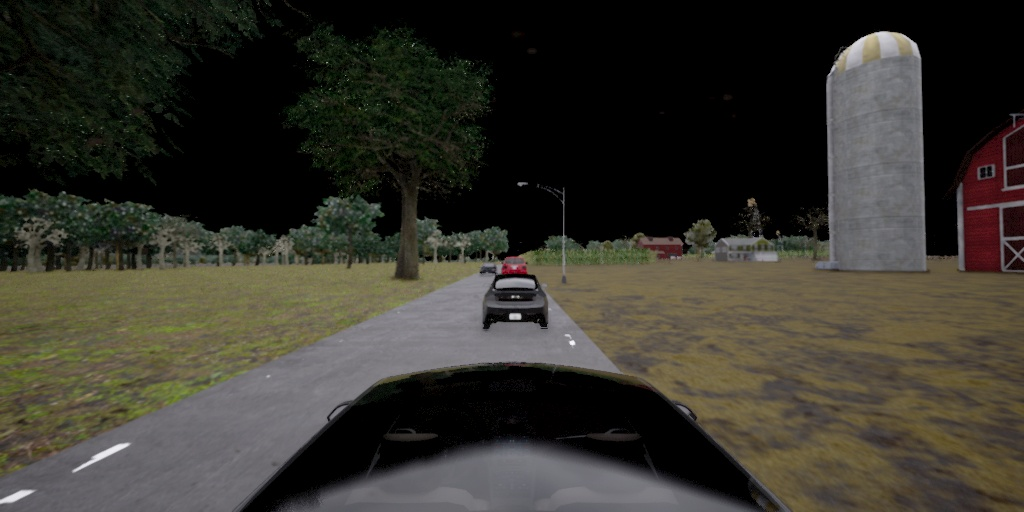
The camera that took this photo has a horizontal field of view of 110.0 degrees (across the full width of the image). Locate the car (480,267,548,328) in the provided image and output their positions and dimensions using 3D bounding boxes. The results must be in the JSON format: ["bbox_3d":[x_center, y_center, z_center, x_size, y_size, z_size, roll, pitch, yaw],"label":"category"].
[{"bbox_3d":[0.110,1.297,11.564,1.837,1.490,4.892,0,0,1],"label":"car"}]

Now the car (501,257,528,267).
[{"bbox_3d":[0.222,1.108,32.305,2.150,2.045,5.566,0,0,0],"label":"car"}]

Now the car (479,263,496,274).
[{"bbox_3d":[-2.681,1.486,41.603,2.033,1.411,5.357,0,0,0],"label":"car"}]
